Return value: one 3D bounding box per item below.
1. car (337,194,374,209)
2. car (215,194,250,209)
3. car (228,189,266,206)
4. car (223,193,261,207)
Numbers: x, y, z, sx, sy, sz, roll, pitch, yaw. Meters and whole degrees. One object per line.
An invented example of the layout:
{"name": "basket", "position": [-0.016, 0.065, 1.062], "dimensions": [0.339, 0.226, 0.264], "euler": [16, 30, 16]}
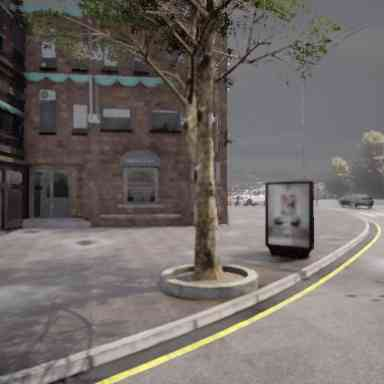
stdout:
{"name": "car", "position": [17.341, 0.924, 35.474], "dimensions": [2.128, 1.511, 4.902], "euler": [0, 1, -2]}
{"name": "car", "position": [5.569, 1.321, 45.688], "dimensions": [4.553, 1.767, 2.185], "euler": [2, -6, -38]}
{"name": "car", "position": [7.375, 0.727, 40.021], "dimensions": [5.566, 2.045, 2.435], "euler": [0, -1, -37]}
{"name": "car", "position": [6.432, 1.043, 42.803], "dimensions": [4.553, 1.767, 2.185], "euler": [1, -4, -38]}
